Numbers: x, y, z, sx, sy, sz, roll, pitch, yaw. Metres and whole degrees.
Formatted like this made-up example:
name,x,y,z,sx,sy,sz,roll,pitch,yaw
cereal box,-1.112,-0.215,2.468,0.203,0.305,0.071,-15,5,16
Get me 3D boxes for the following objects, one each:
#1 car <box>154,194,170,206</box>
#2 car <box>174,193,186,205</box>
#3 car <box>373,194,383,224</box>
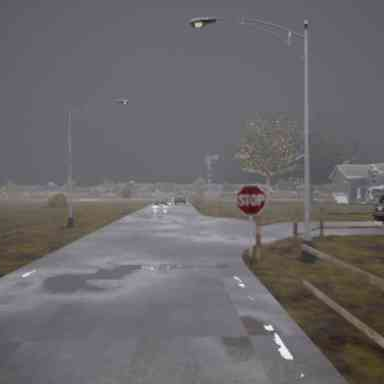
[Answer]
name,x,y,z,sx,sy,sz,roll,pitch,yaw
car,-4.676,1.317,50.249,1.837,1.490,4.892,-1,0,-2
car,-1.928,1.284,54.756,1.837,1.490,4.892,-1,0,-2
car,13.428,1.118,19.024,5.566,2.045,2.150,0,1,1
